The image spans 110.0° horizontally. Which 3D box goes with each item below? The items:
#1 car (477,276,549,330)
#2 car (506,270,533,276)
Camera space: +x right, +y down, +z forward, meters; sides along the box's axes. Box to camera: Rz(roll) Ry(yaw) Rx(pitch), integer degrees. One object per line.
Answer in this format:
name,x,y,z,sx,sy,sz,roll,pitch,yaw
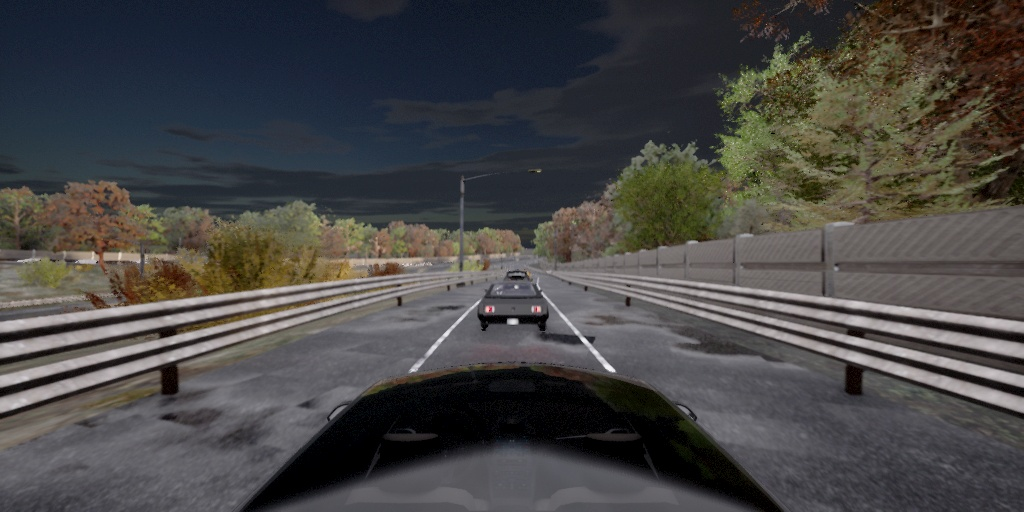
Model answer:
car,0.054,1.456,11.496,1.895,1.301,4.718,0,-1,1
car,0.380,1.776,24.879,1.837,1.490,4.892,0,-2,2
